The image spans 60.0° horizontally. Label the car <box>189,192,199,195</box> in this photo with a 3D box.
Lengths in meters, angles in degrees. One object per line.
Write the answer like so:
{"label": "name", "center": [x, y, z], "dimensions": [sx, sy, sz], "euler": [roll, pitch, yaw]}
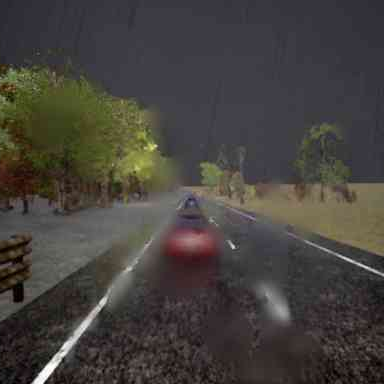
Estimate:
{"label": "car", "center": [-0.078, 1.303, 79.425], "dimensions": [2.097, 1.767, 4.553], "euler": [0, 0, 0]}

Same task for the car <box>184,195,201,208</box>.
{"label": "car", "center": [-0.071, 1.510, 47.519], "dimensions": [1.812, 1.442, 4.674], "euler": [0, 0, 0]}

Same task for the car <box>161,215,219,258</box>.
{"label": "car", "center": [-0.064, 1.565, 12.775], "dimensions": [1.994, 1.385, 4.181], "euler": [0, 0, 0]}
